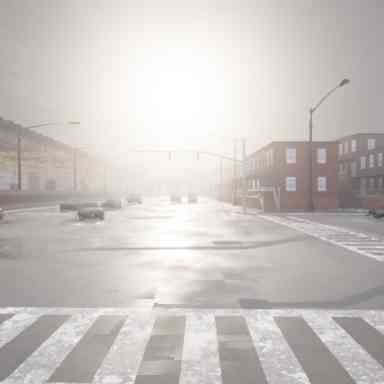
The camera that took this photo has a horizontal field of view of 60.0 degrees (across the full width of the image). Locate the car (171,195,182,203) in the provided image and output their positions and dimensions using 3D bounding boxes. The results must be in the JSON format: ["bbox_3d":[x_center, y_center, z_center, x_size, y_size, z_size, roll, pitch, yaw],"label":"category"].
[{"bbox_3d":[-3.369,1.353,70.227,2.097,1.767,4.553,0,0,0],"label":"car"}]

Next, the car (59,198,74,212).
[{"bbox_3d":[-14.064,1.478,39.586,1.882,1.535,5.008,0,0,0],"label":"car"}]

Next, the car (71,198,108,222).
[{"bbox_3d":[-8.360,1.505,26.808,1.837,1.490,4.892,-1,1,-24],"label":"car"}]

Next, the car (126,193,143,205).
[{"bbox_3d":[-10.507,1.220,61.344,2.150,2.045,5.566,0,0,1],"label":"car"}]

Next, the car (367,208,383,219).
[{"bbox_3d":[17.059,1.547,26.669,5.357,1.411,2.033,0,0,0],"label":"car"}]

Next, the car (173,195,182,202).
[{"bbox_3d":[-3.427,1.478,80.513,1.882,1.535,5.008,0,0,0],"label":"car"}]

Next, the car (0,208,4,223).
[{"bbox_3d":[-14.082,1.491,21.319,2.128,1.511,4.902,0,0,0],"label":"car"}]

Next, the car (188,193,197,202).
[{"bbox_3d":[0.072,1.225,80.290,2.150,2.045,5.566,0,0,0],"label":"car"}]

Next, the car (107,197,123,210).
[{"bbox_3d":[-10.568,1.601,43.719,1.895,1.301,4.718,0,0,1],"label":"car"}]

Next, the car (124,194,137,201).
[{"bbox_3d":[-13.932,1.321,75.670,1.882,1.535,5.008,0,0,0],"label":"car"}]

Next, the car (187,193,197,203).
[{"bbox_3d":[0.162,1.548,69.657,2.033,1.411,5.357,0,0,0],"label":"car"}]
